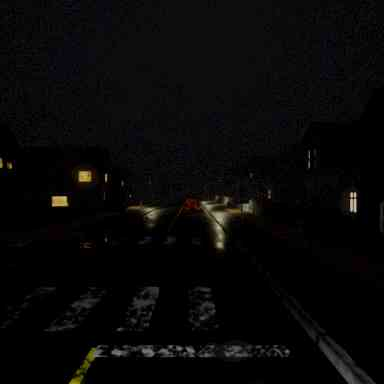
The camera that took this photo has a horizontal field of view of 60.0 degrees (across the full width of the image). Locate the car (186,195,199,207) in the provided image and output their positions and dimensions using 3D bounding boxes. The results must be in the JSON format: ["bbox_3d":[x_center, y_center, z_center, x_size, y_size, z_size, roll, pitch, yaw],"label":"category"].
[{"bbox_3d":[0.083,1.419,53.382,2.097,1.767,4.553,0,0,0],"label":"car"}]
